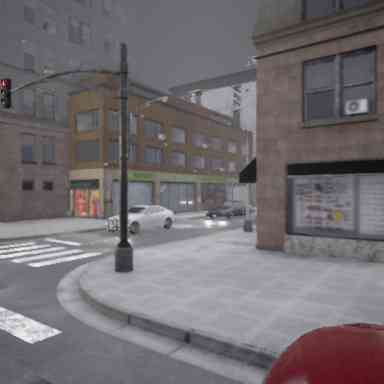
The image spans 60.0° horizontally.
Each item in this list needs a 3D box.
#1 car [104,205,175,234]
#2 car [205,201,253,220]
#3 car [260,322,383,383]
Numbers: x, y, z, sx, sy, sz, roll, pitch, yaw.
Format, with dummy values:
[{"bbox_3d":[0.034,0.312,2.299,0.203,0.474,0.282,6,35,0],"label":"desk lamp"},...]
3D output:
[{"bbox_3d":[-2.833,1.466,19.048,1.812,1.442,4.674,0,0,34],"label":"car"},{"bbox_3d":[3.246,1.443,27.588,2.033,1.411,5.357,0,0,36],"label":"car"},{"bbox_3d":[2.556,1.314,0.986,5.009,1.841,2.192,0,0,36],"label":"car"}]
